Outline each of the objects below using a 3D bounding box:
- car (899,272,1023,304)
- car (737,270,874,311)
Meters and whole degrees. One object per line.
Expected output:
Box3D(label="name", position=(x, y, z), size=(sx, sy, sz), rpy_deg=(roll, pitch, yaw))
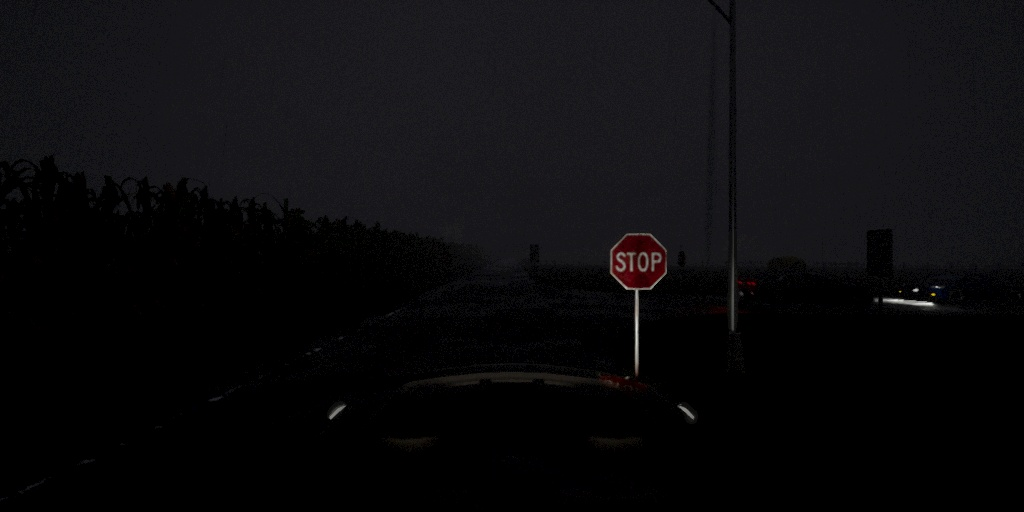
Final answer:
Box3D(label="car", position=(21.453, 1.482, 17.245), size=(4.181, 1.385, 1.994), rpy_deg=(0, 0, 1))
Box3D(label="car", position=(11.649, 1.323, 14.494), size=(4.902, 1.511, 2.128), rpy_deg=(0, 0, 0))
